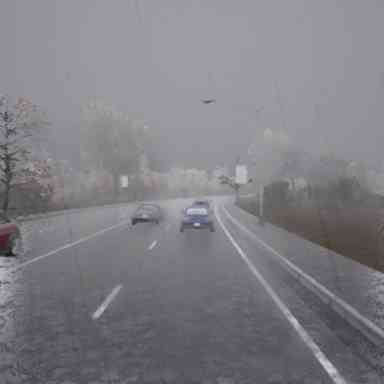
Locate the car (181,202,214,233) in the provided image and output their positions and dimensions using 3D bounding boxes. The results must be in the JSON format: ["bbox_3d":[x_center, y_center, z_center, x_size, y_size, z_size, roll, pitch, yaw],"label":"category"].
[{"bbox_3d":[0.325,1.518,19.666,1.812,1.442,4.674,0,0,1],"label":"car"}]

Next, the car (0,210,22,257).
[{"bbox_3d":[-7.030,1.344,9.746,2.097,1.767,4.553,0,0,1],"label":"car"}]

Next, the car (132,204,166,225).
[{"bbox_3d":[-3.051,1.553,24.057,1.994,1.385,4.181,0,0,2],"label":"car"}]

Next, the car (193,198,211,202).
[{"bbox_3d":[1.178,1.490,39.554,1.837,1.490,4.892,0,0,4],"label":"car"}]
